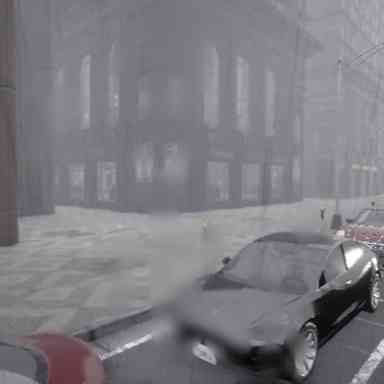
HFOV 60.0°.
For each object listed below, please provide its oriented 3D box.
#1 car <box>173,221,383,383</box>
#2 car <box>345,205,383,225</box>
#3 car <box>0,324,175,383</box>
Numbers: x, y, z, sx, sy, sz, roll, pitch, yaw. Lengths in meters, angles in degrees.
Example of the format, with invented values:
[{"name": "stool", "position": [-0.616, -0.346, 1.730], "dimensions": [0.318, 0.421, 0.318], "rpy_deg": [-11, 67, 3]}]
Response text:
[{"name": "car", "position": [1.635, 1.378, 5.293], "dimensions": [1.947, 1.339, 4.313], "rpy_deg": [2, 3, 43]}, {"name": "car", "position": [5.489, 1.129, 9.401], "dimensions": [1.967, 1.590, 4.097], "rpy_deg": [2, 3, 43]}, {"name": "car", "position": [-2.218, 1.517, 1.182], "dimensions": [1.802, 1.307, 4.206], "rpy_deg": [2, 3, 43]}]
